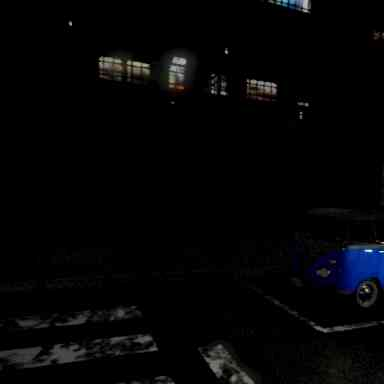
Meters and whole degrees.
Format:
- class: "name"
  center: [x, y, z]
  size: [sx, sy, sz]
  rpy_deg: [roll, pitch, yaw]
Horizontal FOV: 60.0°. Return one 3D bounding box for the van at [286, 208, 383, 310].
- class: "van"
  center: [4.001, 1.243, 7.006]
  size: [3.998, 1.788, 1.690]
  rpy_deg: [1, 2, -19]
